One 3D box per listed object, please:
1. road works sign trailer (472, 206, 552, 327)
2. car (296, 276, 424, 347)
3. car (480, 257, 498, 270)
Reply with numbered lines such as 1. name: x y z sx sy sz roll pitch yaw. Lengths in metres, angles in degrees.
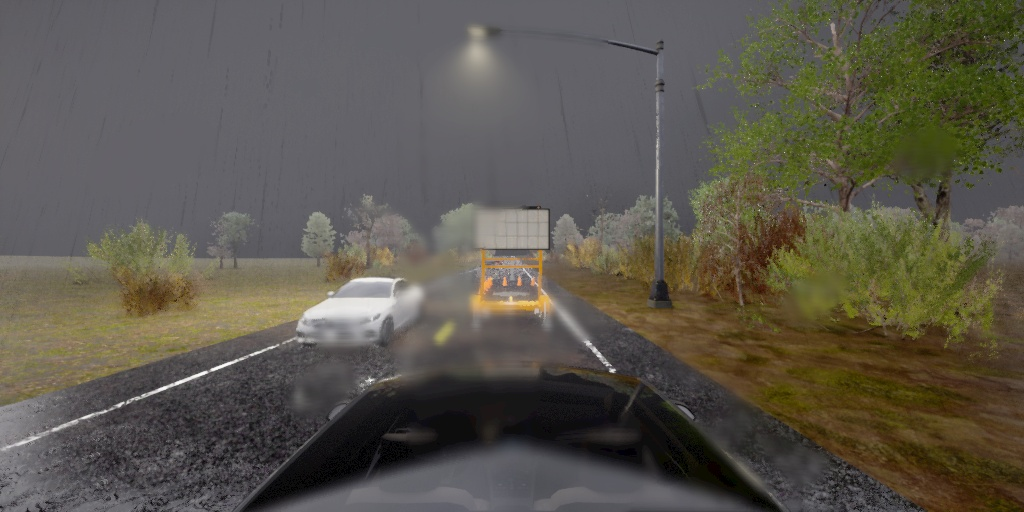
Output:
1. road works sign trailer: 0.002 0.214 11.529 2.380 3.560 2.880 0 0 0
2. car: -3.599 1.276 9.429 1.812 1.442 4.674 0 0 0
3. car: -3.584 1.276 52.743 1.994 1.385 4.181 0 0 0
